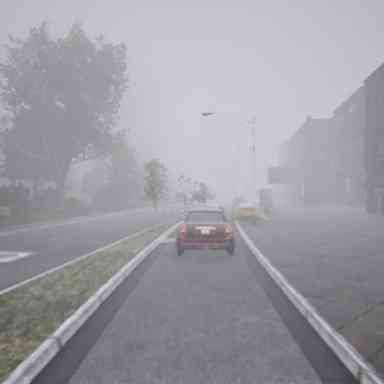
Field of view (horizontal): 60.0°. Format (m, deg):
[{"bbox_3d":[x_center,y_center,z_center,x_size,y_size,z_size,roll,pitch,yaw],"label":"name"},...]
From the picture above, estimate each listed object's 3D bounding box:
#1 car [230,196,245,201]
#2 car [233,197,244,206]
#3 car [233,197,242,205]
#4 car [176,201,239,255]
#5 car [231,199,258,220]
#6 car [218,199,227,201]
[{"bbox_3d":[8.855,1.774,62.930,2.435,2.045,5.566,0,-1,7],"label":"car"},{"bbox_3d":[9.514,1.950,68.375,2.185,1.767,4.553,0,-1,7],"label":"car"},{"bbox_3d":[10.850,2.050,79.393,2.185,1.767,4.553,1,0,7],"label":"car"},{"bbox_3d":[0.579,1.411,13.699,2.097,1.767,4.553,0,0,3],"label":"car"},{"bbox_3d":[5.518,1.786,35.404,2.163,1.488,4.792,0,-1,7],"label":"car"},{"bbox_3d":[2.141,1.714,31.619,1.882,1.535,5.008,0,-1,6],"label":"car"}]
